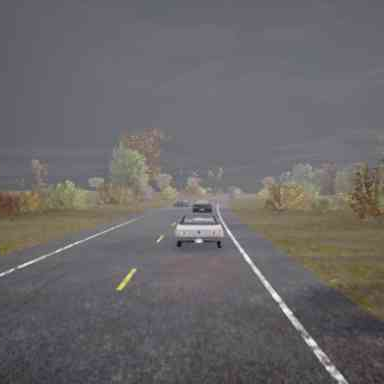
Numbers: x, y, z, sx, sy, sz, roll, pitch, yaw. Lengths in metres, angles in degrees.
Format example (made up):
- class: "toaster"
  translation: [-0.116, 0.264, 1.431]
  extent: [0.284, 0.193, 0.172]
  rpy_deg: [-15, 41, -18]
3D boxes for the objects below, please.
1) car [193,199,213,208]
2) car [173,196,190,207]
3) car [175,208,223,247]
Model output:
- class: "car"
  translation: [1.077, 1.472, 33.305]
  extent: [1.882, 1.535, 5.008]
  rpy_deg: [0, 0, 3]
- class: "car"
  translation: [-1.515, 1.339, 49.366]
  extent: [2.097, 1.767, 4.553]
  rpy_deg: [0, 0, 5]
- class: "car"
  translation: [0.330, 1.600, 15.099]
  extent: [1.895, 1.301, 4.718]
  rpy_deg: [0, 0, 1]
